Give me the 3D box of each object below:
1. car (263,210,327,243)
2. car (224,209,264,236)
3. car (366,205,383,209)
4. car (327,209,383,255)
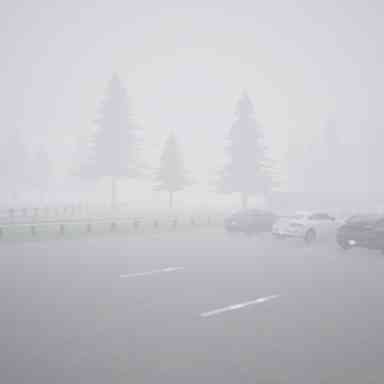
[{"bbox_3d":[6.016,1.661,16.765,4.674,1.442,1.812,0,0,-35],"label":"car"},{"bbox_3d":[3.916,1.699,19.568,4.181,1.385,1.994,1,0,-35],"label":"car"},{"bbox_3d":[16.186,1.801,28.331,4.674,1.442,1.812,0,0,-35],"label":"car"},{"bbox_3d":[7.974,1.642,13.864,4.892,1.490,1.837,0,0,-35],"label":"car"}]
